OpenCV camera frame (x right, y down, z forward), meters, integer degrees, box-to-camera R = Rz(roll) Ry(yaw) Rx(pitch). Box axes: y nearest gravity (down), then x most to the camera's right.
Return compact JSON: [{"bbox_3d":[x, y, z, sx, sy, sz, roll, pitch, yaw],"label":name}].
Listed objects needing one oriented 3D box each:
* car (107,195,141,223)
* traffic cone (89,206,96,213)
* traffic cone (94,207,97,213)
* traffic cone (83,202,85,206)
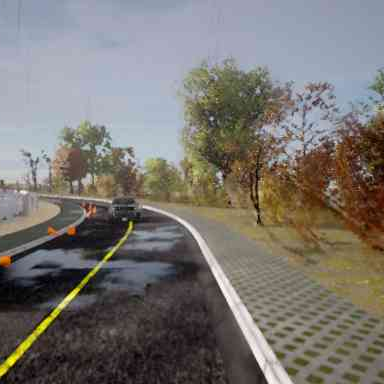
[{"bbox_3d":[-4.689,1.092,22.918,2.097,1.767,4.553,0,1,-13],"label":"car"},{"bbox_3d":[-7.819,1.608,25.393,0.340,0.580,0.340,28,-2,-5],"label":"traffic cone"},{"bbox_3d":[-8.765,1.566,30.028,0.340,0.580,0.340,0,1,-19],"label":"traffic cone"},{"bbox_3d":[-12.623,1.355,38.823,0.340,0.580,0.340,0,2,-28],"label":"traffic cone"}]
